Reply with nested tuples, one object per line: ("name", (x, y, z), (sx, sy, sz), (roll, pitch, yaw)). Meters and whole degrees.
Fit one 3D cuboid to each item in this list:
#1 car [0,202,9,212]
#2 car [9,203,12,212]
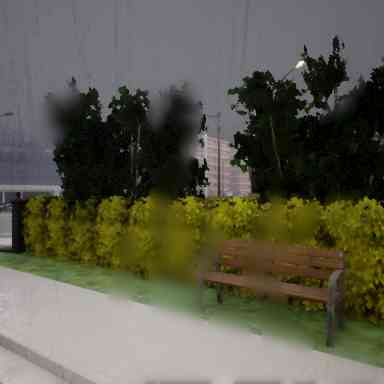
("car", (-19.754, 1.520, 37.455), (1.994, 1.385, 4.181), (0, 0, 35))
("car", (-16.616, 1.480, 35.837), (1.812, 1.442, 4.674), (0, 0, 35))
